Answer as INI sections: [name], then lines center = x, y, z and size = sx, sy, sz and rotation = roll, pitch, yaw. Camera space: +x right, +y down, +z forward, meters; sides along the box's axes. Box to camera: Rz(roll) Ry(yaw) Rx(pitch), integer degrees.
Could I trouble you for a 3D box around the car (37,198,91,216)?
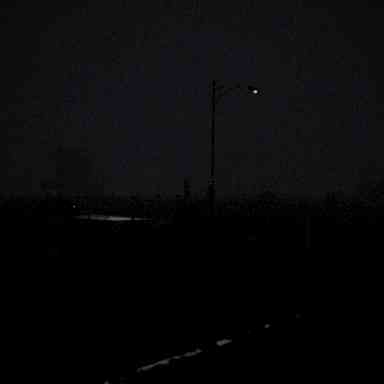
[car]
center = -10.453, 1.174, 27.149
size = 4.718, 1.301, 1.895
rotation = 1, 0, 31
